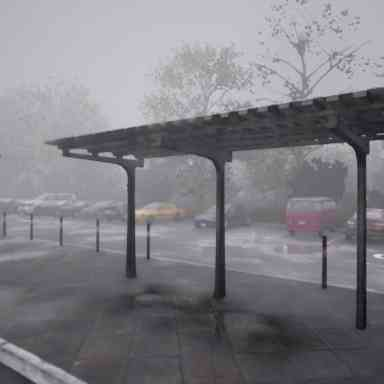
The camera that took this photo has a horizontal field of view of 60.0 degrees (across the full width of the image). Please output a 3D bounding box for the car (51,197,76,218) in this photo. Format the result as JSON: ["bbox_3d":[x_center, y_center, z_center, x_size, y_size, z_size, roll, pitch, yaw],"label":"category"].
[{"bbox_3d":[-9.271,1.441,29.235,2.097,1.535,5.008,0,0,35],"label":"car"}]

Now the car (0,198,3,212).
[{"bbox_3d":[-18.339,1.412,35.644,2.097,1.535,5.008,0,0,35],"label":"car"}]

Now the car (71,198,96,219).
[{"bbox_3d":[-7.005,1.449,27.632,2.231,1.521,4.892,0,0,35],"label":"car"}]

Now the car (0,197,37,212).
[{"bbox_3d":[-20.495,1.398,37.404,1.946,1.575,5.366,0,0,35],"label":"car"}]

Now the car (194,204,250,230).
[{"bbox_3d":[2.035,1.504,21.186,2.163,1.488,4.792,0,0,35],"label":"car"}]

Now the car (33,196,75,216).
[{"bbox_3d":[-11.536,1.434,30.840,2.097,1.535,5.008,0,0,35],"label":"car"}]

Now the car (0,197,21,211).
[{"bbox_3d":[-22.881,1.419,38.832,2.163,1.488,4.792,1,0,35],"label":"car"}]

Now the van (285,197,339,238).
[{"bbox_3d":[6.649,1.262,18.097,1.878,1.987,4.442,0,0,35],"label":"van"}]

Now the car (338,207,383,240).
[{"bbox_3d":[8.843,1.534,16.396,2.002,1.452,4.674,0,0,35],"label":"car"}]

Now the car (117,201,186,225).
[{"bbox_3d":[-2.587,1.458,24.267,1.946,1.575,5.366,0,0,35],"label":"car"}]

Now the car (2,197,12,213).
[{"bbox_3d":[-16.072,1.422,34.038,2.231,1.521,4.892,0,0,35],"label":"car"}]

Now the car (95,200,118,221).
[{"bbox_3d":[-4.727,1.484,26.047,2.163,1.488,4.792,0,0,35],"label":"car"}]

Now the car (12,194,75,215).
[{"bbox_3d":[-13.821,1.177,32.416,2.435,2.045,5.566,0,0,35],"label":"car"}]
